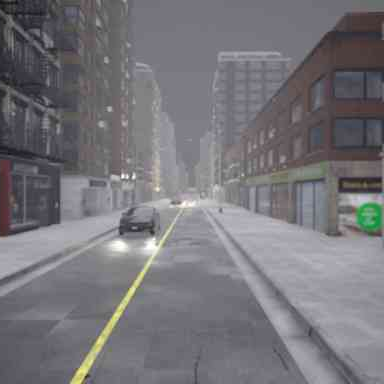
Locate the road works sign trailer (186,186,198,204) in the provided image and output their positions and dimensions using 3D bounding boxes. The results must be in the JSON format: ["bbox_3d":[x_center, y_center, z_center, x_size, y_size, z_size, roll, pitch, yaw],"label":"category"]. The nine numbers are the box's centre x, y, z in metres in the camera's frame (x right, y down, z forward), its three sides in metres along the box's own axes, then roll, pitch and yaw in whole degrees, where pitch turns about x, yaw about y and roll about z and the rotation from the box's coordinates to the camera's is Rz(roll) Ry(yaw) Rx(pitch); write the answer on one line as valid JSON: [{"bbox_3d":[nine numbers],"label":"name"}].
[{"bbox_3d":[-0.006,0.609,70.096,2.380,3.560,2.880,0,0,0],"label":"road works sign trailer"}]

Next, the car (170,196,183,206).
[{"bbox_3d":[-2.798,1.479,59.457,2.097,1.767,4.553,0,0,1],"label":"car"}]

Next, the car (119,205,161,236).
[{"bbox_3d":[-2.851,1.522,19.006,1.882,1.535,5.008,0,0,0],"label":"car"}]
